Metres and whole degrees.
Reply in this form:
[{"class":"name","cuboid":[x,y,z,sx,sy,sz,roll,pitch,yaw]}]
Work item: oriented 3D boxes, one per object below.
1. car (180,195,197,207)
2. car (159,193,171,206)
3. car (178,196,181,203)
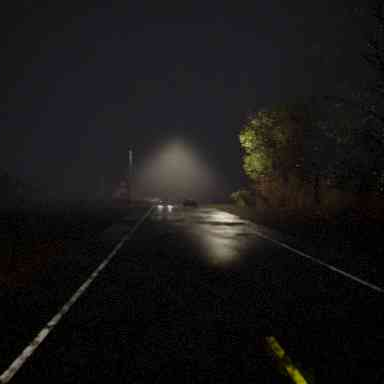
[{"class":"car","cuboid":[-0.336,1.529,50.153,1.994,1.385,4.181,1,0,-4]},{"class":"car","cuboid":[-4.223,1.377,53.181,1.837,1.490,4.892,1,0,-4]},{"class":"car","cuboid":[-1.816,1.447,68.442,1.812,1.442,4.674,1,0,-4]}]
